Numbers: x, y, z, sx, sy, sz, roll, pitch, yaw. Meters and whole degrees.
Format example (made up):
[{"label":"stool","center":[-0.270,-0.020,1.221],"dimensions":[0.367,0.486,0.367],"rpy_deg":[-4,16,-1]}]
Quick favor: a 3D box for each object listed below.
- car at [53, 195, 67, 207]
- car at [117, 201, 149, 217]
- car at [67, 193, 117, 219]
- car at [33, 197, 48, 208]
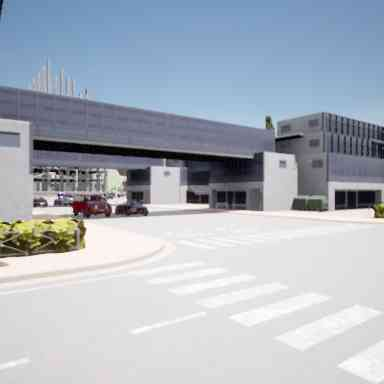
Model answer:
[{"label":"car","center":[-19.692,1.555,50.789],"dimensions":[2.033,1.411,5.357],"rpy_deg":[0,0,-36]},{"label":"car","center":[-5.744,1.571,31.394],"dimensions":[1.994,1.385,4.181],"rpy_deg":[0,0,-36]},{"label":"car","center":[-9.167,1.227,30.153],"dimensions":[2.150,2.045,5.566],"rpy_deg":[0,0,-36]},{"label":"car","center":[-22.311,1.498,48.434],"dimensions":[2.128,1.511,4.902],"rpy_deg":[0,0,-36]}]
